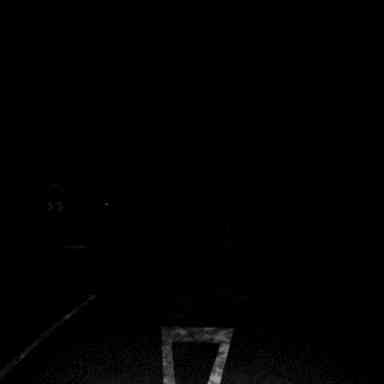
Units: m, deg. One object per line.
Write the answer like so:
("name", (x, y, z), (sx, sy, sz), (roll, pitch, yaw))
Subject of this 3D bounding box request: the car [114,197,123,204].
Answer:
("car", (-17.219, 1.917, 77.963), (2.097, 1.767, 4.553), (0, 0, -13))

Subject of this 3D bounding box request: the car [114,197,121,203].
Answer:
("car", (-20.573, 2.196, 92.206), (1.837, 1.490, 4.892), (0, -1, -13))

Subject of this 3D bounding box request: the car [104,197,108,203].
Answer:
("car", (-22.544, 1.984, 85.306), (1.812, 1.442, 4.674), (0, 0, -13))
